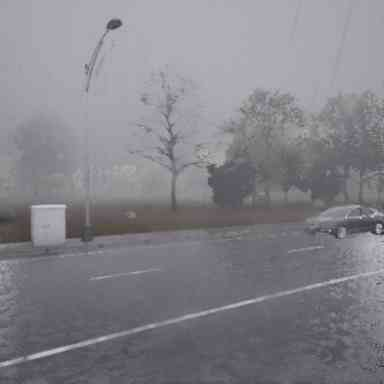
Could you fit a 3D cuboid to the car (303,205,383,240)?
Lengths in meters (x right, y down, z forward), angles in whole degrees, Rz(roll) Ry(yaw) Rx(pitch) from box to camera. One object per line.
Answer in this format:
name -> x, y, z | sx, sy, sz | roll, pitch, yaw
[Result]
car -> 7.766, 1.454, 16.857 | 4.892, 1.490, 1.837 | 0, 0, -29
